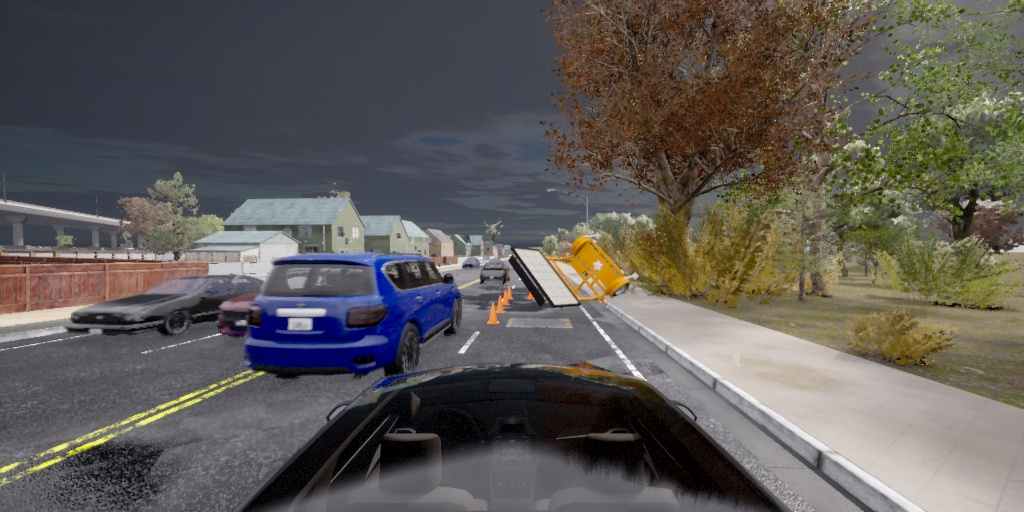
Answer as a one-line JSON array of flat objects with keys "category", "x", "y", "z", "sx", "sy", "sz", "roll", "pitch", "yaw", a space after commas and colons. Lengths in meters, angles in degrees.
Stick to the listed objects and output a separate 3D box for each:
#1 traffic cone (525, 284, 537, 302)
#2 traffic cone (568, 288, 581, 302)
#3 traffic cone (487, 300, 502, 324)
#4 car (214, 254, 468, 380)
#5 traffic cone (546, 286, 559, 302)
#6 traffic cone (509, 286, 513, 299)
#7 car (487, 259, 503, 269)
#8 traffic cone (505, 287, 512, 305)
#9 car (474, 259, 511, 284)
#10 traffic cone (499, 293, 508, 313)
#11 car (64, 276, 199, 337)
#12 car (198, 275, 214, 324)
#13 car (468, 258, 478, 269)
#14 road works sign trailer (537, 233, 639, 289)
[{"category": "traffic cone", "x": 0.879, "y": 1.697, "z": 16.602, "sx": 0.340, "sy": 0.580, "sz": 0.340, "roll": 0, "pitch": 0, "yaw": 4}, {"category": "traffic cone", "x": 2.873, "y": 1.697, "z": 16.454, "sx": 0.340, "sy": 0.580, "sz": 0.340, "roll": 0, "pitch": 0, "yaw": 4}, {"category": "traffic cone", "x": -0.560, "y": 1.701, "z": 10.692, "sx": 0.340, "sy": 0.580, "sz": 0.340, "roll": 0, "pitch": 0, "yaw": 4}, {"category": "car", "x": -2.578, "y": 0.971, "z": 7.375, "sx": 2.150, "sy": 2.045, "sz": 5.566, "roll": 0, "pitch": 0, "yaw": 4}, {"category": "traffic cone", "x": 1.876, "y": 1.697, "z": 16.529, "sx": 0.340, "sy": 0.580, "sz": 0.340, "roll": 0, "pitch": 0, "yaw": 4}, {"category": "traffic cone", "x": -0.118, "y": 1.697, "z": 16.675, "sx": 0.340, "sy": 0.580, "sz": 0.340, "roll": 0, "pitch": 0, "yaw": 4}, {"category": "car", "x": -2.578, "y": 1.193, "z": 54.163, "sx": 1.837, "sy": 1.490, "sz": 4.892, "roll": 0, "pitch": 0, "yaw": 4}, {"category": "traffic cone", "x": -0.265, "y": 1.698, "z": 14.681, "sx": 0.340, "sy": 0.580, "sz": 0.340, "roll": 0, "pitch": 0, "yaw": 4}, {"category": "car", "x": -1.165, "y": 1.225, "z": 26.537, "sx": 2.128, "sy": 1.511, "sz": 4.902, "roll": 0, "pitch": 0, "yaw": 4}, {"category": "traffic cone", "x": -0.412, "y": 1.700, "z": 12.686, "sx": 0.340, "sy": 0.580, "sz": 0.340, "roll": 0, "pitch": 0, "yaw": 4}, {"category": "car", "x": -9.062, "y": 1.294, "z": 10.631, "sx": 2.033, "sy": 1.411, "sz": 5.357, "roll": 0, "pitch": 0, "yaw": 4}, {"category": "car", "x": -5.814, "y": 1.224, "z": 10.421, "sx": 1.882, "sy": 1.535, "sz": 5.008, "roll": 0, "pitch": 0, "yaw": 4}, {"category": "car", "x": -5.955, "y": 1.044, "z": 52.572, "sx": 2.097, "sy": 1.767, "sz": 4.553, "roll": 0, "pitch": 0, "yaw": 4}, {"category": "road works sign trailer", "x": 2.857, "y": -0.840, "z": 12.923, "sx": 2.880, "sy": 3.560, "sz": 2.380, "roll": 0, "pitch": 0, "yaw": -41}]
